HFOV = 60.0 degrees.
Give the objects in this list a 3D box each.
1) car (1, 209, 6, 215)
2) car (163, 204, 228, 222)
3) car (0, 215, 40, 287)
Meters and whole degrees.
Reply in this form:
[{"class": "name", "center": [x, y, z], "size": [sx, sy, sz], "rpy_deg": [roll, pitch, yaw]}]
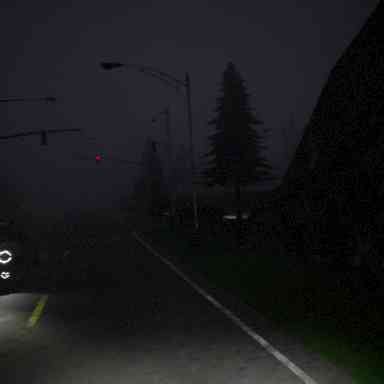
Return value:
[{"class": "car", "center": [-36.070, 3.914, 62.081], "size": [1.845, 1.501, 3.633], "rpy_deg": [-3, 0, -16]}, {"class": "car", "center": [0.261, 1.680, 28.141], "size": [5.357, 1.411, 2.033], "rpy_deg": [-3, 0, -16]}, {"class": "car", "center": [-6.162, 1.783, 10.294], "size": [2.097, 1.767, 4.553], "rpy_deg": [-3, 0, -16]}]
